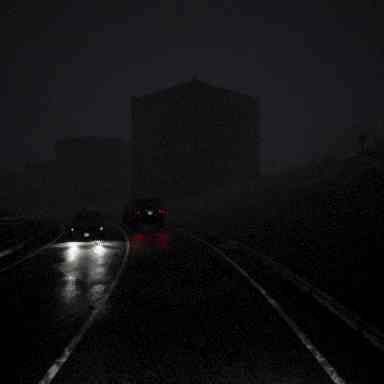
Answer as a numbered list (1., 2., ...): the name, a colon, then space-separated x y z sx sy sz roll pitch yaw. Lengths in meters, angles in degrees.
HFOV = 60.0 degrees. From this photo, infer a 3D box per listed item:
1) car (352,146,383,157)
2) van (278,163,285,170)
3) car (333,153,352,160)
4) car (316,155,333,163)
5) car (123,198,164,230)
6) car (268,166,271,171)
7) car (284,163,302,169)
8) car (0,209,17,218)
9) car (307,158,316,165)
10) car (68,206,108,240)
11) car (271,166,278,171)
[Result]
1. car: 21.515 -4.626 39.363 2.185 1.767 4.553 0 1 -1
2. van: 20.812 -5.306 72.454 1.878 1.987 4.442 0 1 -1
3. car: 21.399 -4.563 44.858 2.002 1.452 4.674 0 1 -1
4. car: 21.278 -4.835 50.529 2.185 1.767 4.553 0 1 -1
5. car: -3.496 1.452 23.437 2.150 2.045 5.566 0 -1 -19
6. car: 20.576 -5.489 83.581 2.435 2.045 5.566 0 1 -1
7. car: 20.927 -4.995 67.062 2.231 1.521 4.892 0 1 -1
8. car: -29.323 3.337 51.513 5.357 1.411 2.033 -4 -1 35
9. car: 21.161 -4.934 56.047 2.185 1.767 4.553 0 1 -1
10. car: -5.762 1.732 18.607 2.033 1.411 5.357 0 -1 -15
11. car: 20.693 -5.123 78.099 2.002 1.452 4.674 0 1 -1
